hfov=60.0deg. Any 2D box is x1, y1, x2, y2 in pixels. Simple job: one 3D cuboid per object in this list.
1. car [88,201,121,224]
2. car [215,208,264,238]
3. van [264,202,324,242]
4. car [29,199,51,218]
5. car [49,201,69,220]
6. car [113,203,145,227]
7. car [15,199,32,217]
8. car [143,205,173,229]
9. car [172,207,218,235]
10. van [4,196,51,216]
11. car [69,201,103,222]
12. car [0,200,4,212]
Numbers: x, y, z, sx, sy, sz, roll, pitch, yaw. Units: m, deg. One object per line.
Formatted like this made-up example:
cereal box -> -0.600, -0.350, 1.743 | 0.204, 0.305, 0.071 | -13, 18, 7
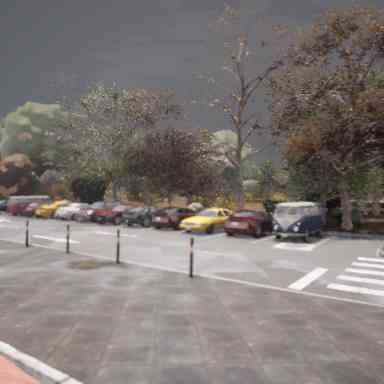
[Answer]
car -> -5.352, 1.720, 26.559 | 2.097, 1.535, 5.008 | 0, 0, 35
car -> 3.708, 1.807, 20.143 | 2.163, 1.488, 4.792 | 0, 0, 35
van -> 5.884, 1.566, 18.415 | 1.878, 1.987, 4.442 | 0, 0, 35
car -> -12.143, 1.680, 31.377 | 2.097, 1.535, 5.008 | 0, 0, 35
car -> -9.880, 1.733, 29.770 | 2.002, 1.452, 4.674 | 0, 0, 35
car -> -3.097, 1.735, 24.940 | 2.231, 1.521, 4.892 | 0, 0, 35
car -> -14.405, 1.707, 32.988 | 2.002, 1.452, 4.674 | 0, 0, 35
car -> -0.816, 1.778, 23.361 | 2.163, 1.488, 4.792 | 0, 0, 35
car -> 1.320, 1.760, 21.577 | 1.946, 1.575, 5.366 | 0, 0, 35
van -> -16.595, 1.429, 34.694 | 1.878, 1.987, 4.442 | 0, 0, 35
car -> -7.598, 1.581, 28.189 | 2.185, 1.767, 4.553 | 0, 0, 35
car -> -21.203, 1.659, 37.793 | 2.163, 1.488, 4.792 | 0, 0, 35
